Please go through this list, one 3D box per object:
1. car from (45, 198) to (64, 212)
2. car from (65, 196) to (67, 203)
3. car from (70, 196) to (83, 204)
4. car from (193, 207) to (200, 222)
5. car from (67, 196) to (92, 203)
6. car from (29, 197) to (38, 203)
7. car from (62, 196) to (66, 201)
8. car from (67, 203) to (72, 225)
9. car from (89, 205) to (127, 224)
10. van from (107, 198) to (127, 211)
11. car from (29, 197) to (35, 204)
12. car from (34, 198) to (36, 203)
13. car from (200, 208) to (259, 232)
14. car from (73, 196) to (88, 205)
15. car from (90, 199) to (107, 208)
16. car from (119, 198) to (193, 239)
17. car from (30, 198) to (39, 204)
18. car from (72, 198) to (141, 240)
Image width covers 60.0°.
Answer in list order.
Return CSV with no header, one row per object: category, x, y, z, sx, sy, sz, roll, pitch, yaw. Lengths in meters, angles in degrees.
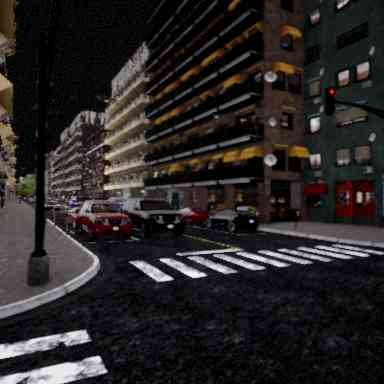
car,-17.970,1.788,42.480,1.947,1.339,4.313,2,-1,-28
car,-21.684,1.933,61.606,1.812,1.442,4.674,1,-1,-28
car,-26.383,1.834,75.859,2.192,1.841,5.009,2,-1,-28
car,-0.024,1.861,26.778,1.802,1.307,4.206,2,-1,-28
car,-12.042,1.458,36.940,2.150,2.045,5.566,1,-1,-27
car,-39.063,1.998,81.740,1.802,1.307,4.206,2,-1,-28
car,-31.742,2.094,85.820,1.752,1.417,4.829,2,-1,-28
car,-7.423,1.672,22.850,1.887,1.381,4.507,2,-1,-28
car,-7.070,1.792,27.640,1.895,1.301,4.718,1,-1,-28
van,-10.565,1.716,46.414,1.690,1.788,3.998,2,-1,-28
car,-33.789,1.912,71.926,1.887,1.381,4.507,2,-1,-28
car,-23.243,1.836,52.294,1.947,1.339,4.313,2,-1,-28
car,2.613,1.821,21.871,1.947,1.339,4.313,2,-1,-28
car,-23.746,1.810,70.952,2.192,1.841,5.009,2,-1,-28
car,-15.842,1.967,56.224,1.887,1.381,4.507,2,-1,-28
car,-2.362,1.371,18.886,2.150,2.045,5.566,1,-1,-28
car,-36.426,1.974,76.832,1.802,1.307,4.206,2,-1,-28
car,-4.780,1.419,17.946,2.192,1.841,5.009,2,-1,-28
